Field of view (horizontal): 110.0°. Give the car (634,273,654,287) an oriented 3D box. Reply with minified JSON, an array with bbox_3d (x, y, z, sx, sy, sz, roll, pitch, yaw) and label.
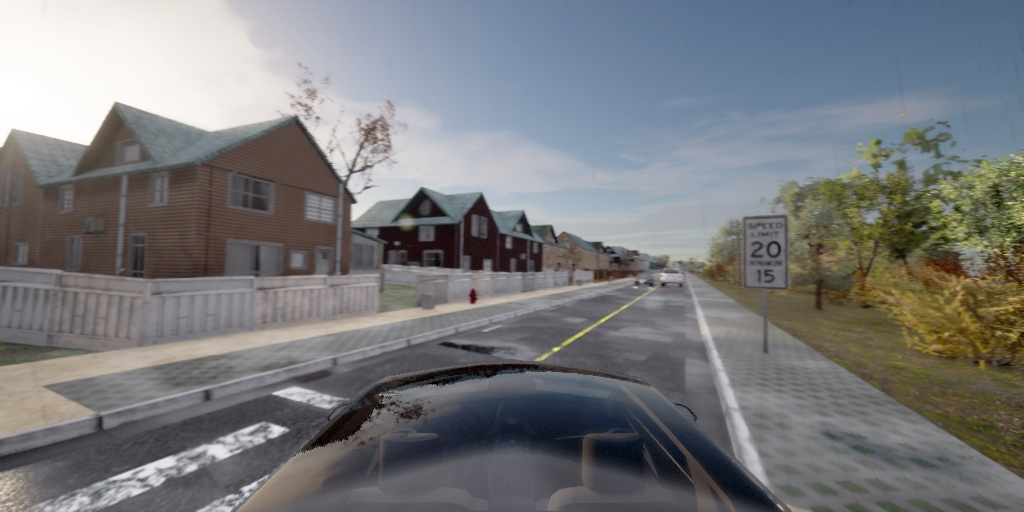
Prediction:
[{"bbox_3d":[15.168,2.682,41.029,2.128,1.511,4.902,0,-2,26],"label":"car"}]

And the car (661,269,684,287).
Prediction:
[{"bbox_3d":[18.381,2.468,41.179,2.150,2.045,5.566,0,-2,26],"label":"car"}]
